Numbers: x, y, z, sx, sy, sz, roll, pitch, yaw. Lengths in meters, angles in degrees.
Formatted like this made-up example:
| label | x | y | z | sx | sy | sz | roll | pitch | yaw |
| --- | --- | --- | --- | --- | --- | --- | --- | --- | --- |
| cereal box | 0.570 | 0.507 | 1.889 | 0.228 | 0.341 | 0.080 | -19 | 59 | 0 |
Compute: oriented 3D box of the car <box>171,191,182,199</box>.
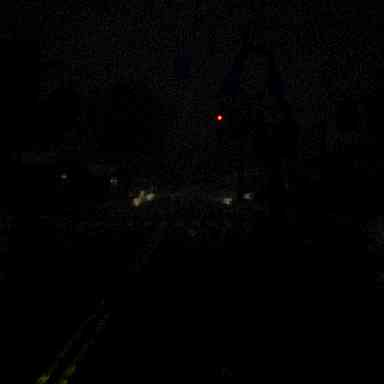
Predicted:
| label | x | y | z | sx | sy | sz | roll | pitch | yaw |
| --- | --- | --- | --- | --- | --- | --- | --- | --- | --- |
| car | -3.235 | 0.552 | 69.980 | 2.097 | 1.767 | 4.553 | 0 | 1 | 0 |
